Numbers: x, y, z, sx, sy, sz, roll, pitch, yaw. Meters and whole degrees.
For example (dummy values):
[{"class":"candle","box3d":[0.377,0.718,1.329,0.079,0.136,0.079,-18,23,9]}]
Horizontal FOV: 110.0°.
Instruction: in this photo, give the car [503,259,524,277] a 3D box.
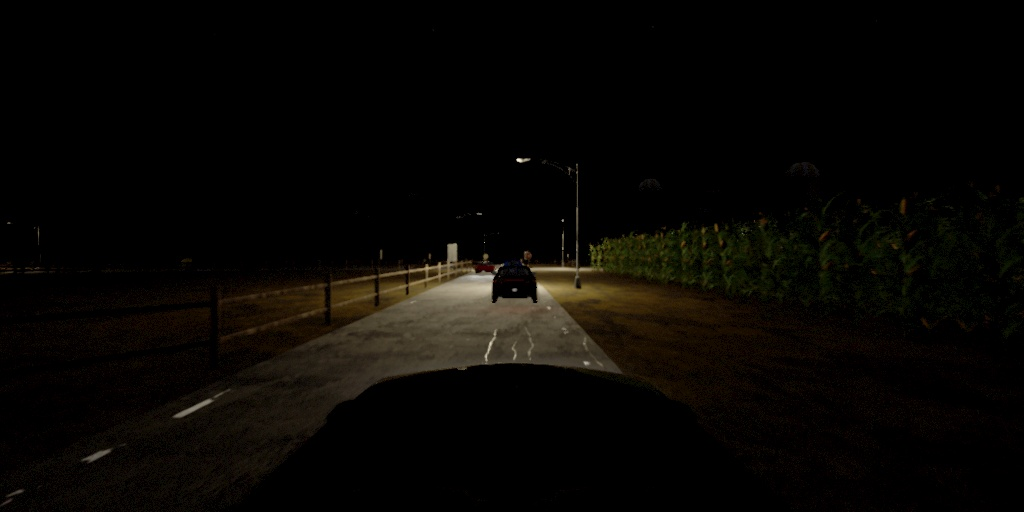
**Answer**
[{"class":"car","box3d":[0.114,1.095,34.084,1.882,1.535,5.008,0,0,0]}]

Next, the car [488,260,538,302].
[{"class":"car","box3d":[0.107,1.141,16.368,1.882,1.535,5.008,0,0,0]}]

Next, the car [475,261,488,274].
[{"class":"car","box3d":[-2.783,1.219,37.373,1.895,1.301,4.718,0,0,1]}]
